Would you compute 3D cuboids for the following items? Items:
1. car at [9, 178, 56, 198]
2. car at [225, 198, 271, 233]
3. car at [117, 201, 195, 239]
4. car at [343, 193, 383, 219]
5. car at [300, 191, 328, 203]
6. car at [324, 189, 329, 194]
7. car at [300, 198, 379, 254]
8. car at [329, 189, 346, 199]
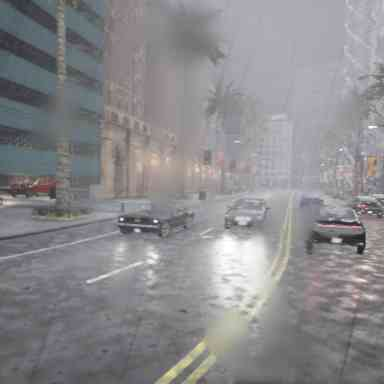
[{"bbox_3d":[-17.015,-0.477,36.073,2.435,2.045,5.566,2,2,17],"label":"car"},{"bbox_3d":[2.958,1.061,16.983,2.128,1.511,4.902,2,2,17],"label":"car"},{"bbox_3d":[-1.405,1.121,14.783,1.895,1.301,4.718,2,2,18],"label":"car"},{"bbox_3d":[12.999,1.097,25.239,1.837,1.490,4.892,2,2,17],"label":"car"},{"bbox_3d":[10.941,0.865,30.444,1.882,1.535,5.008,2,2,17],"label":"car"},{"bbox_3d":[33.814,-0.001,82.073,2.161,1.482,4.786,2,2,17],"label":"car"},{"bbox_3d":[5.312,1.249,12.640,2.128,1.511,4.902,2,2,19],"label":"car"},{"bbox_3d":[27.123,0.272,61.188,2.185,1.767,4.553,2,2,17],"label":"car"}]
